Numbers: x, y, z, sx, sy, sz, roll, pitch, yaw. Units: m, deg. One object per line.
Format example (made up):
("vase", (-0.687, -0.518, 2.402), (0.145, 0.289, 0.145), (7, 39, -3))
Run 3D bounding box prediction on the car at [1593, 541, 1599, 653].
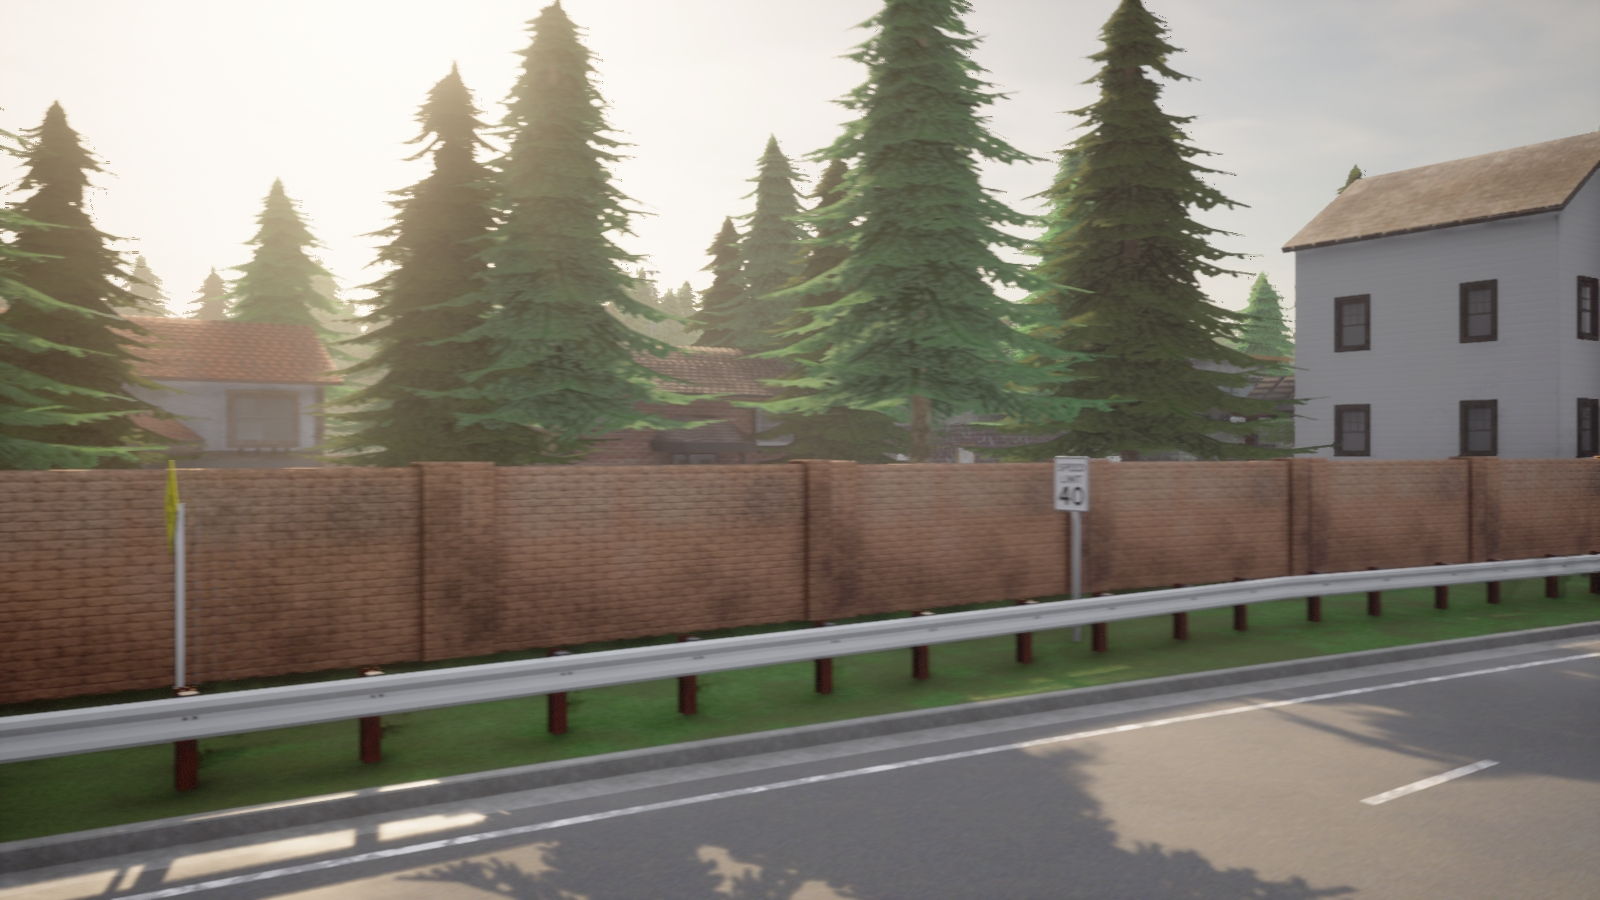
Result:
("car", (13.452, 2.040, 16.200), (4.514, 1.525, 2.007), (0, 0, -32))
